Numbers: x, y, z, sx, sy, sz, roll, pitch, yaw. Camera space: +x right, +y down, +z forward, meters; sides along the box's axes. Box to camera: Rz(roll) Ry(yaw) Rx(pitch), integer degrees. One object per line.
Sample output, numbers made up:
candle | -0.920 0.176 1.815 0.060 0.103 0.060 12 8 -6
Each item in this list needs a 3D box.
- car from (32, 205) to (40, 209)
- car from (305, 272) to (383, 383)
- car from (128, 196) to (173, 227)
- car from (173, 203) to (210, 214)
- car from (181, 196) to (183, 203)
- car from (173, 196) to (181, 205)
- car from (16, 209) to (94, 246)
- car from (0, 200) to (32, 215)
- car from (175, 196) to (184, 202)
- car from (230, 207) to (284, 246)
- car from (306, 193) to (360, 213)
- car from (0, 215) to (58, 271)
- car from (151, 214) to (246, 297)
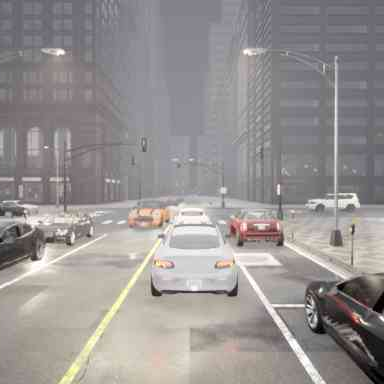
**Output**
car | -17.627 1.580 33.227 4.674 1.442 1.812 0 0 3
car | 2.763 1.566 3.860 1.947 1.339 4.313 0 0 0
car | -2.795 1.356 22.345 2.097 1.767 4.553 0 0 4
car | 0.011 1.527 17.571 1.812 1.442 4.674 0 0 0
car | -3.036 1.533 60.597 1.837 1.490 4.892 0 0 0
car | -3.016 1.545 51.423 1.812 1.442 4.674 0 0 0
car | -5.756 1.552 15.135 2.008 1.369 4.403 0 0 0
car | -17.620 1.548 29.974 5.008 1.535 1.882 0 0 -1
car | -3.040 1.610 80.755 1.994 1.385 4.181 0 0 0
car | 2.768 1.441 15.132 1.967 1.590 4.097 0 0 0
car | 15.513 1.178 36.736 5.566 2.045 2.150 0 0 0
car | -5.759 1.566 9.498 1.947 1.339 4.313 0 0 0
car | 0.067 1.526 8.470 1.812 1.442 4.674 0 0 1
